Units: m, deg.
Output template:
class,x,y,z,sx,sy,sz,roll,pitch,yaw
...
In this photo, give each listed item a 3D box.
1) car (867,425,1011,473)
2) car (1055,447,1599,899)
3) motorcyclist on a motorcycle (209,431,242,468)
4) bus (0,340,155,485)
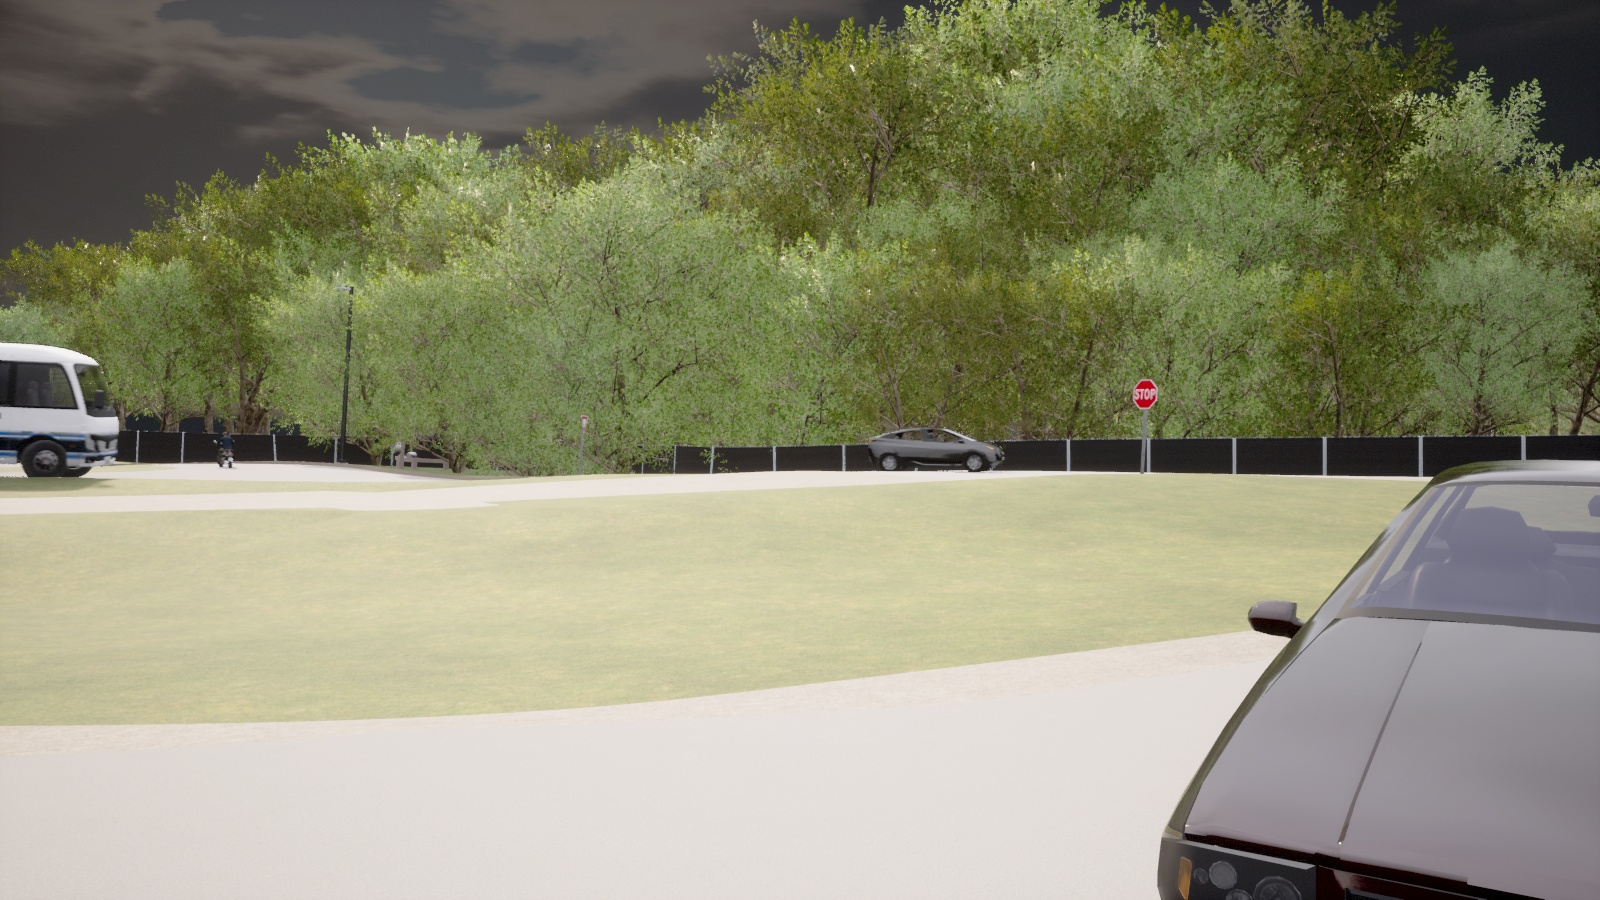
class,x,y,z,sx,sy,sz,roll,pitch,yaw
car,4.677,-0.032,42.041,4.514,1.525,2.007,-1,0,15
car,2.824,0.751,4.233,2.033,1.411,5.357,2,2,33
motorcyclist on a motorcycle,-25.355,-0.046,55.429,0.866,1.590,1.817,0,1,-40
bus,-26.259,-1.313,39.089,10.273,4.253,3.944,2,1,-15
